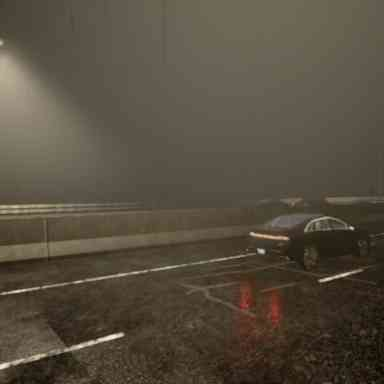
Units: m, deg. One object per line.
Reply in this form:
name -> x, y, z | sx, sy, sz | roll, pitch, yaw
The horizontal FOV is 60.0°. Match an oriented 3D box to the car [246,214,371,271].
car -> 3.948, 1.469, 10.866 | 4.902, 1.511, 2.128 | 0, 0, -36

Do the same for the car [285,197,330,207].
car -> 12.168, 1.279, 34.167 | 4.553, 1.767, 2.097 | 0, 0, -35

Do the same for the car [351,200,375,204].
car -> 17.121, 1.481, 33.392 | 4.181, 1.385, 1.994 | 0, 0, -35

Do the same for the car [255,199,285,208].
car -> 8.811, 1.496, 36.074 | 4.181, 1.385, 1.994 | 0, 0, -35
